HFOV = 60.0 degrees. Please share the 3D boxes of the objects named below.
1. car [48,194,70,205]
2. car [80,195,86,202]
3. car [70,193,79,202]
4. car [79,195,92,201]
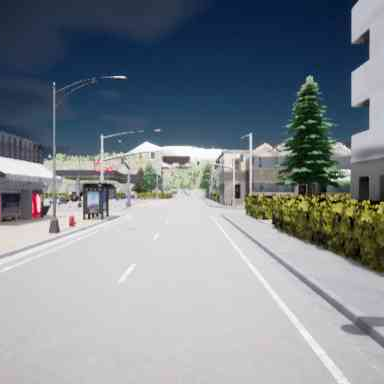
[{"bbox_3d":[-22.566,1.385,55.930,1.970,1.475,3.806,0,0,0],"label":"car"},{"bbox_3d":[-18.922,1.452,62.989,2.007,1.523,4.514,0,0,0],"label":"car"},{"bbox_3d":[-25.891,1.252,72.981,1.932,1.855,4.605,0,0,0],"label":"car"},{"bbox_3d":[-25.952,1.517,81.460,1.970,1.475,3.806,0,0,0],"label":"car"}]
